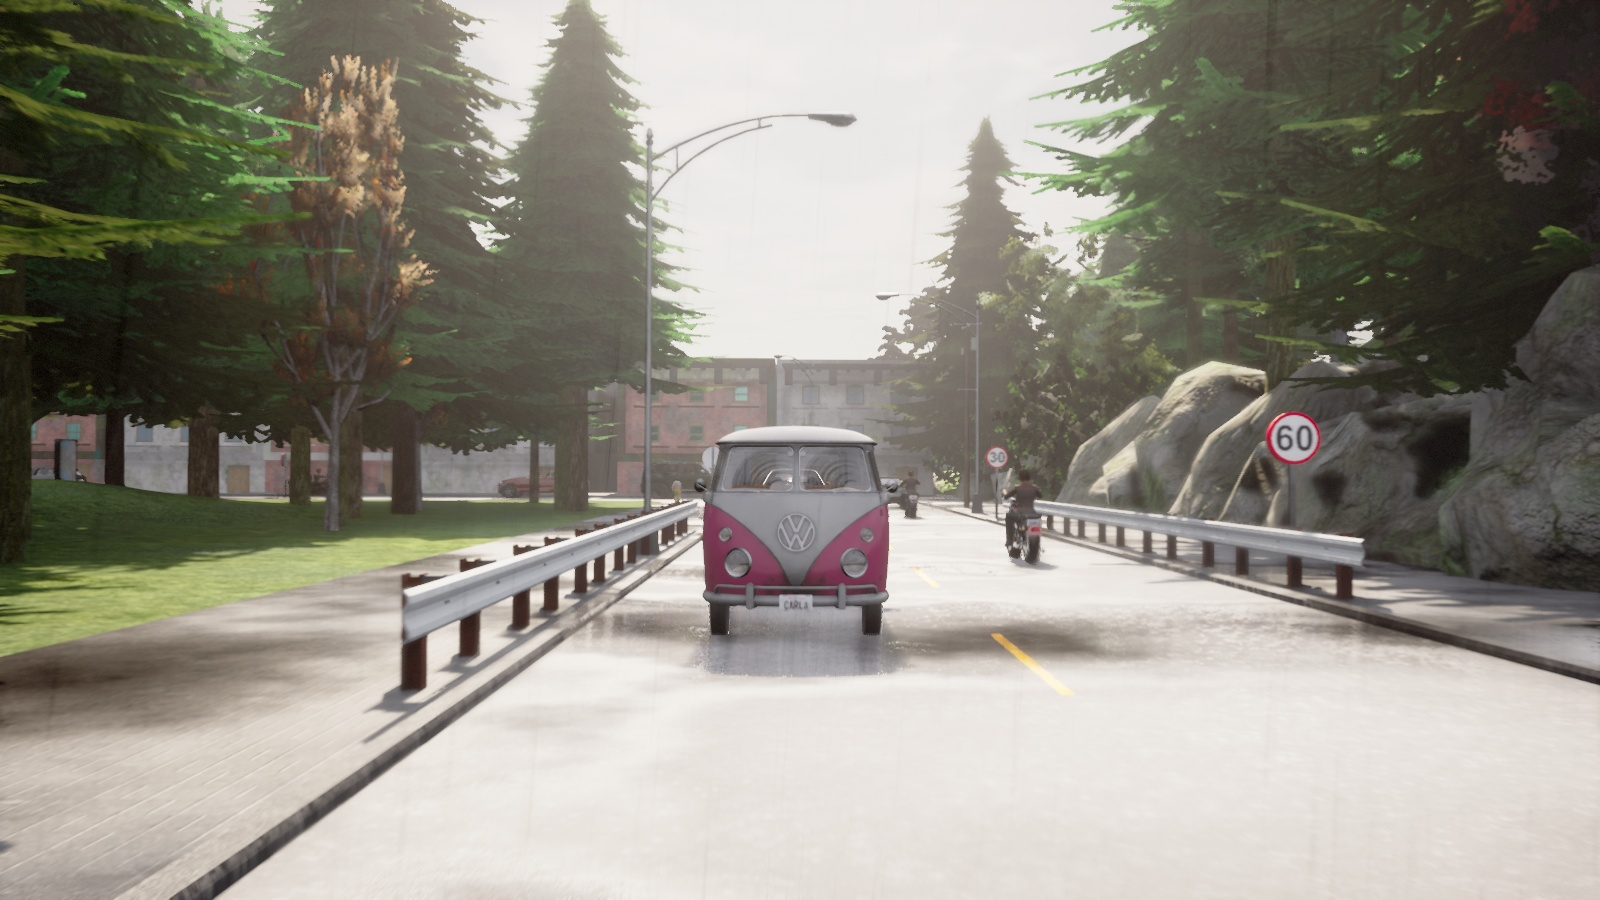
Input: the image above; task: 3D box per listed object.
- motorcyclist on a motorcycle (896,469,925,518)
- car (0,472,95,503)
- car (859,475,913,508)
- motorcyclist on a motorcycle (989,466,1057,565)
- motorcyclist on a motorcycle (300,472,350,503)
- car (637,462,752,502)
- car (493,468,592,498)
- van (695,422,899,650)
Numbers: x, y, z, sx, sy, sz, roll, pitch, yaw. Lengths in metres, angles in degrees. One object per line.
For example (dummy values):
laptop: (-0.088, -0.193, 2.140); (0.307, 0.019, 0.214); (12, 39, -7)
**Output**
motorcyclist on a motorcycle: (3.772, 1.471, 43.045); (0.766, 1.649, 2.350); (0, -1, 0)
car: (-42.253, 2.084, 69.923); (4.856, 1.649, 2.033); (0, -1, 0)
car: (3.691, 1.778, 54.614); (1.994, 1.385, 4.181); (0, -1, -1)
motorcyclist on a motorcycle: (3.910, 1.121, 22.229); (0.766, 1.649, 2.350); (0, -1, 0)
motorcyclist on a motorcycle: (-24.938, 1.969, 65.938); (2.350, 1.649, 0.766); (0, -1, 0)
car: (-5.471, 1.651, 65.377); (5.566, 2.045, 2.150); (0, -1, 13)
car: (-14.309, 1.822, 69.982); (5.027, 1.651, 2.152); (0, -1, 0)
van: (-0.038, 0.789, 13.200); (1.775, 1.987, 4.442); (0, -1, 0)
